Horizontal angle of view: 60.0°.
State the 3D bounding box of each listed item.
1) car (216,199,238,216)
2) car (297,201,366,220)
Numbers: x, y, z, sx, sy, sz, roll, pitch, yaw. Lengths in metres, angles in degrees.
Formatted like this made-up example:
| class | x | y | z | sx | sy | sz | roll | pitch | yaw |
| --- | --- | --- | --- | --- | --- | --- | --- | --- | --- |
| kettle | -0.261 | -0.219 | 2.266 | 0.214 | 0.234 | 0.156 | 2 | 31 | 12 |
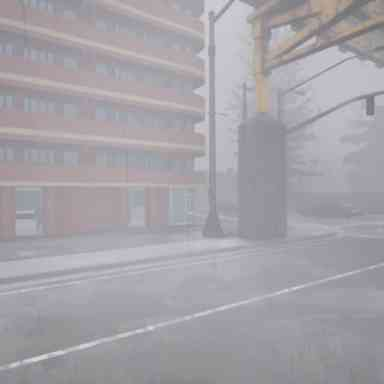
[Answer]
| class | x | y | z | sx | sy | sz | roll | pitch | yaw |
| --- | --- | --- | --- | --- | --- | --- | --- | --- | --- |
| car | 3.832 | 1.464 | 31.951 | 2.128 | 1.511 | 4.902 | 0 | 0 | -35 |
| car | 11.477 | 1.488 | 27.745 | 2.033 | 1.411 | 5.357 | 0 | 0 | -37 |
